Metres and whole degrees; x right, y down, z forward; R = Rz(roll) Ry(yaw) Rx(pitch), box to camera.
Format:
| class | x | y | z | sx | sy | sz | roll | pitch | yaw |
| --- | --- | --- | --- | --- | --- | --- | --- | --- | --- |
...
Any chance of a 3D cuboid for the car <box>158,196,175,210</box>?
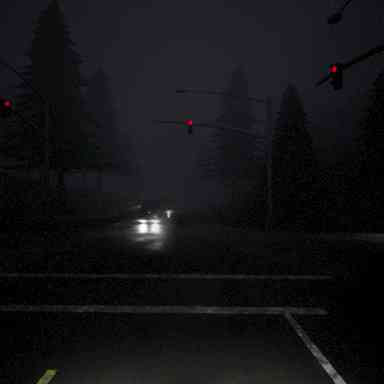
| class | x | y | z | sx | sy | sz | roll | pitch | yaw |
| --- | --- | --- | --- | --- | --- | --- | --- | --- | --- |
| car | -3.645 | 1.478 | 42.738 | 1.882 | 1.535 | 5.008 | 0 | 0 | 0 |

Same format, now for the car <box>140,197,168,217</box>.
| class | x | y | z | sx | sy | sz | roll | pitch | yaw |
| --- | --- | --- | --- | --- | --- | --- | --- | --- | --- |
| car | -3.654 | 1.491 | 30.819 | 2.128 | 1.511 | 4.902 | 0 | 0 | 0 |

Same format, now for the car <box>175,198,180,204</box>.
| class | x | y | z | sx | sy | sz | roll | pitch | yaw |
| --- | --- | --- | --- | --- | --- | --- | --- | --- | --- |
| car | -4.100 | 1.564 | 61.663 | 1.994 | 1.385 | 4.181 | 0 | 0 | -39 |

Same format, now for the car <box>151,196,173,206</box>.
| class | x | y | z | sx | sy | sz | roll | pitch | yaw |
| --- | --- | --- | --- | --- | --- | --- | --- | --- | --- |
| car | -5.107 | 1.492 | 55.888 | 2.128 | 1.511 | 4.902 | 0 | 0 | -25 |
